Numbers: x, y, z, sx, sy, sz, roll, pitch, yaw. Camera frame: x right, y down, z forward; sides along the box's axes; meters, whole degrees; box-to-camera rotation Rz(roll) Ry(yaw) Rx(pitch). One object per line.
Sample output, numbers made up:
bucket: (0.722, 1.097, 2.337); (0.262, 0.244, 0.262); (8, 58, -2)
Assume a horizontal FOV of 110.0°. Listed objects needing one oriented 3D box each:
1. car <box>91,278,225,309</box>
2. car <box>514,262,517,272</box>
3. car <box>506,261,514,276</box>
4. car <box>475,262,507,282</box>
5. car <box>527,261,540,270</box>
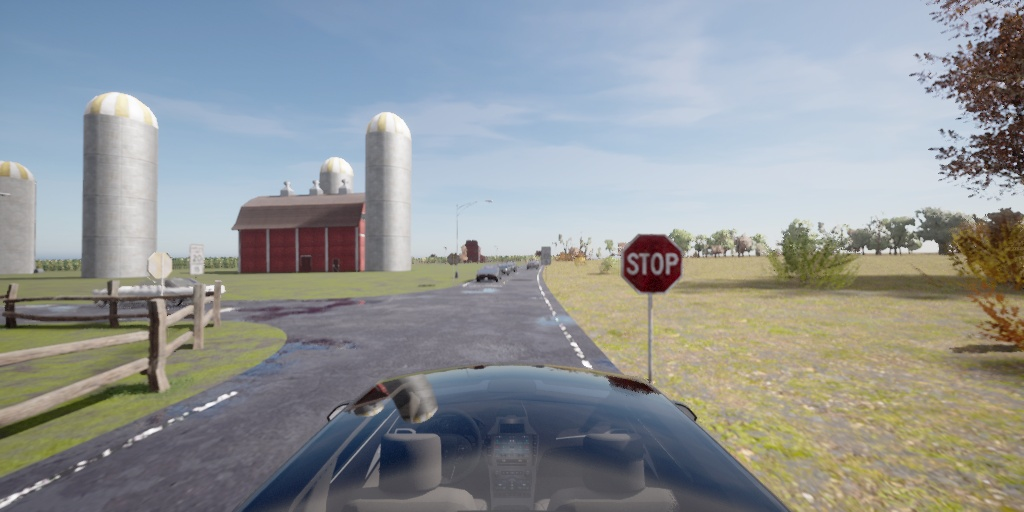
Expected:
car: (-16.702, 1.707, 16.997); (4.718, 1.301, 1.895); (-1, -1, -3)
car: (-0.309, 1.514, 51.086); (2.128, 1.511, 4.902); (0, 0, 6)
car: (-1.202, 1.539, 41.128); (1.994, 1.385, 4.181); (0, 0, 4)
car: (-1.902, 1.470, 31.147); (2.033, 1.411, 5.357); (0, 0, 3)
car: (3.510, 1.561, 61.143); (2.128, 1.511, 4.902); (0, 0, 6)
